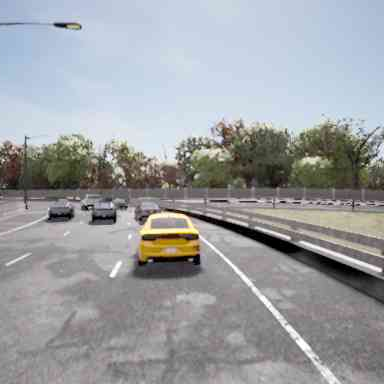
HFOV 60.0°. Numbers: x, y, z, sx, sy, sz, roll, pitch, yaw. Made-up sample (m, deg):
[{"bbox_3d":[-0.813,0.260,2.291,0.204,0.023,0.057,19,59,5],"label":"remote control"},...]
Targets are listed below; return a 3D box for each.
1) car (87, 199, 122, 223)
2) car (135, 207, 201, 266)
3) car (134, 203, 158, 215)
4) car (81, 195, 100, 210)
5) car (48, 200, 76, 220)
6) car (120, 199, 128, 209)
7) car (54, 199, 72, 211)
[{"bbox_3d":[-7.018,1.574,26.673,2.128,1.511,4.902,0,0,-14],"label":"car"},{"bbox_3d":[-0.862,1.505,11.828,1.882,1.535,5.008,0,0,-6],"label":"car"},{"bbox_3d":[-3.820,1.620,28.435,2.033,1.411,5.357,0,0,-15],"label":"car"},{"bbox_3d":[-13.998,1.373,46.093,2.150,2.045,5.566,0,0,-26],"label":"car"},{"bbox_3d":[-11.313,1.596,29.124,2.128,1.511,4.902,0,0,-16],"label":"car"},{"bbox_3d":[-10.450,1.685,46.835,2.033,1.411,5.357,0,0,-25],"label":"car"},{"bbox_3d":[-17.711,1.729,45.601,1.994,1.385,4.181,0,0,-26],"label":"car"}]
